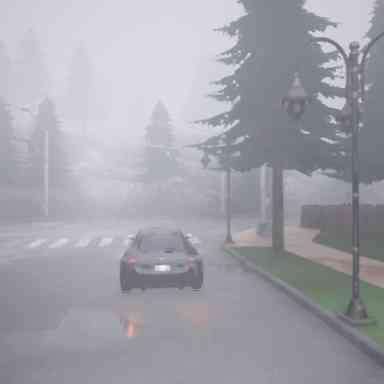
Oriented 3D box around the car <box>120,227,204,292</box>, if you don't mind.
[{"bbox_3d":[-0.878,1.667,9.322,1.994,1.385,4.181,0,-1,-7],"label":"car"}]
